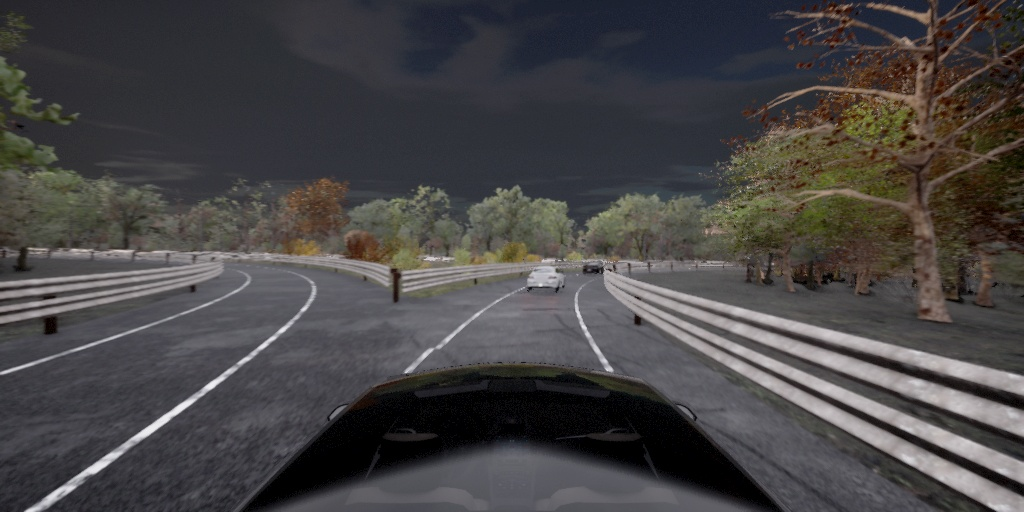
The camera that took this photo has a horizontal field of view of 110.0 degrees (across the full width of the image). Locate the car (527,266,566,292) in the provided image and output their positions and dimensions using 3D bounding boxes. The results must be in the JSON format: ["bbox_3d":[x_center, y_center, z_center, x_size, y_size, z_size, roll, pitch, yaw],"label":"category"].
[{"bbox_3d":[2.141,1.338,21.773,1.812,1.442,4.674,0,0,14],"label":"car"}]

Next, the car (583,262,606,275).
[{"bbox_3d":[9.765,1.391,41.604,1.882,1.535,5.008,-1,-1,30],"label":"car"}]
